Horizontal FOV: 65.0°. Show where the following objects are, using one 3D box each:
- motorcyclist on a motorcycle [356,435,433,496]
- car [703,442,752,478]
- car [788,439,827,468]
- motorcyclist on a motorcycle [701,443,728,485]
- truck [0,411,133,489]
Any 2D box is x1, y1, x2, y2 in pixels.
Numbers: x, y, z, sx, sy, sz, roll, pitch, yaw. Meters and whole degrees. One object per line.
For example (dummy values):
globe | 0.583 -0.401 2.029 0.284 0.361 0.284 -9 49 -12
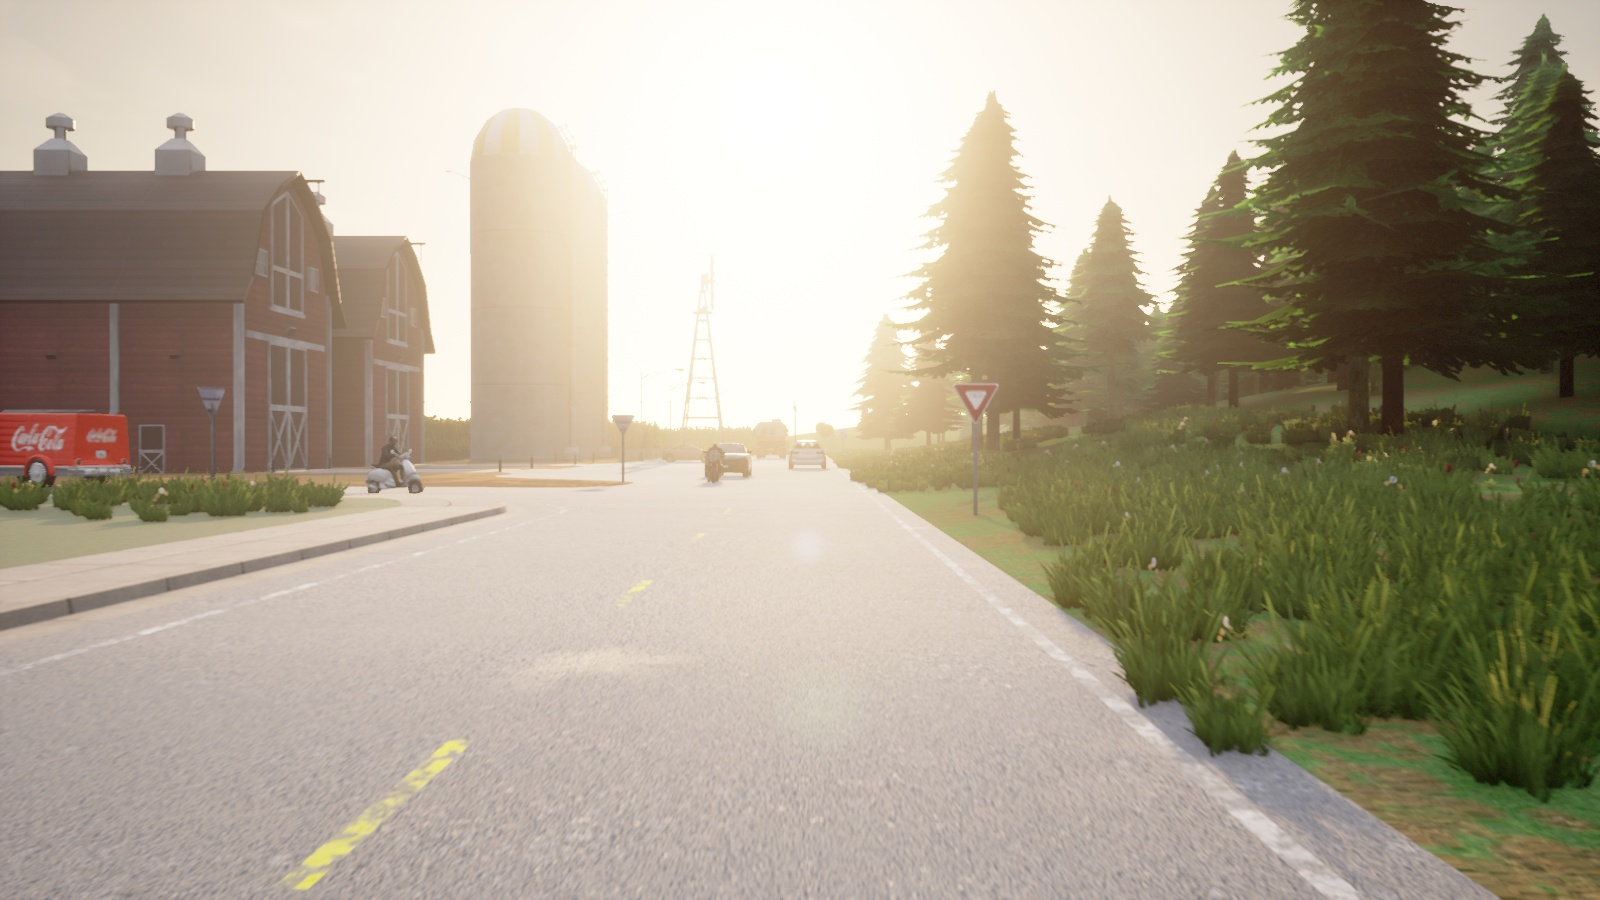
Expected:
motorcyclist on a motorcycle | -10.888 0.407 33.730 1.817 1.590 0.866 0 1 18
car | -3.167 0.407 55.765 1.882 1.535 5.008 0 0 0
car | 0.435 0.176 73.724 2.242 1.667 4.611 0 0 0
motorcyclist on a motorcycle | -3.217 0.511 47.517 0.866 1.530 2.191 0 0 0
truck | -25.307 -0.027 41.682 5.204 2.467 2.627 1 0 16
